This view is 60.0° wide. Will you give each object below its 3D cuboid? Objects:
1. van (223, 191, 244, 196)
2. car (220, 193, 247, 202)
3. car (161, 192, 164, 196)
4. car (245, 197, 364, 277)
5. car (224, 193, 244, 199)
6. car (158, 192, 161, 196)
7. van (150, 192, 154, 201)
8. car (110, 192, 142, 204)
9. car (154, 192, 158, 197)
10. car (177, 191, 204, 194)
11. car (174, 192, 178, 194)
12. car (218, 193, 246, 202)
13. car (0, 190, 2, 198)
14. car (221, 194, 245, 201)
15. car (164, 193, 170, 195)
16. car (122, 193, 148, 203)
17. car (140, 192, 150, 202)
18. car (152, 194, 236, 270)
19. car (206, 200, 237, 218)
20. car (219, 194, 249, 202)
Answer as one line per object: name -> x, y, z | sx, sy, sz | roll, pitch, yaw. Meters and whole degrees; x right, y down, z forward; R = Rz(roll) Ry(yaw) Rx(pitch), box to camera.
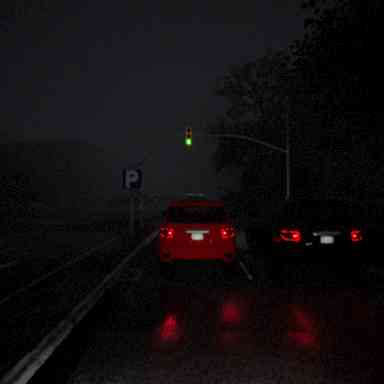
van -> 7.260, 0.928, 58.768 | 4.442, 1.987, 1.878 | 1, 0, -14
car -> 7.642, 1.021, 61.738 | 4.553, 1.767, 2.185 | 1, 0, -14
car -> -9.297, 1.214, 74.120 | 4.674, 1.452, 2.002 | -1, 0, -13
car -> 3.148, 1.217, 10.424 | 2.150, 2.045, 5.566 | 0, 0, 0
car -> 11.168, 1.104, 88.148 | 4.792, 1.488, 2.163 | 0, 1, -11
car -> -9.668, 1.220, 71.118 | 4.674, 1.452, 2.002 | -1, 0, -13
van -> -10.266, 0.965, 65.151 | 4.442, 1.987, 1.878 | -1, 0, -14
car -> -11.467, 1.247, 56.167 | 4.792, 1.488, 2.163 | -1, 0, -15
car -> -10.039, 1.188, 68.123 | 4.892, 1.521, 2.231 | -1, 0, -14
car -> 0.139, 1.131, 28.525 | 2.150, 2.045, 5.566 | 1, 1, -4
car -> -6.652, 1.136, 92.048 | 5.008, 1.535, 2.097 | -1, 0, -11
car -> 8.158, 1.127, 67.583 | 5.366, 1.575, 1.946 | 1, 1, -13
car -> -28.184, 0.041, 47.027 | 2.002, 1.452, 4.674 | 6, -2, -19
car -> 9.062, 1.156, 73.508 | 4.674, 1.452, 2.002 | 1, 0, -12
car -> -8.484, 1.202, 80.102 | 4.674, 1.452, 2.002 | -1, 0, -12
car -> -10.731, 1.073, 62.111 | 4.553, 1.767, 2.185 | -1, 0, -14
car -> -10.823, 1.198, 59.159 | 5.366, 1.575, 1.946 | -1, 0, -15
car -> 0.151, 1.220, 11.102 | 2.150, 2.045, 5.566 | 0, 0, 0
car -> 2.619, 1.484, 30.180 | 1.994, 1.385, 4.181 | 1, 1, -6
car -> 8.177, 1.138, 64.732 | 5.366, 1.575, 1.946 | 1, 0, -13
